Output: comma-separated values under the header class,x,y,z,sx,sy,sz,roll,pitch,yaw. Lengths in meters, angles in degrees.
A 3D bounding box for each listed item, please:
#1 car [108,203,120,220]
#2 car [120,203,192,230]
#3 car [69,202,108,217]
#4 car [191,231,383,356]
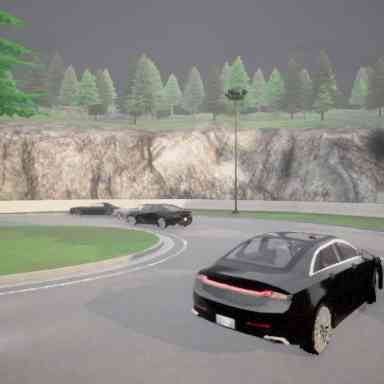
class,x,y,z,sx,sy,sz,roll,pitch,yaw
car,-3.983,1.616,26.623,4.718,1.301,1.895,0,0,20
car,-2.226,1.491,21.647,5.008,1.535,1.882,0,-1,43
car,-8.781,1.614,30.669,4.718,1.301,1.895,0,0,0
car,2.072,1.499,6.215,2.128,1.511,4.902,0,0,42
